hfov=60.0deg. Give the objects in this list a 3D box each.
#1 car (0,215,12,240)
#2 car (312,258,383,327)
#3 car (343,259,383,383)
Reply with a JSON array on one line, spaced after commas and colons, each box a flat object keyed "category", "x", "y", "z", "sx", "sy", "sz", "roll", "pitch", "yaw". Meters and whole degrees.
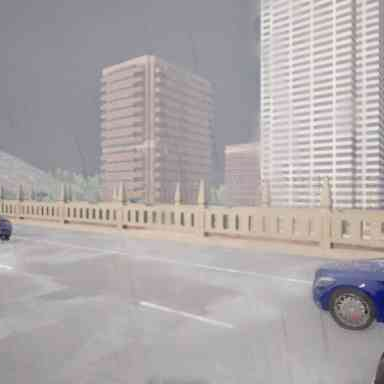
[{"category": "car", "x": -10.203, "y": 1.528, "z": 15.563, "sx": 4.674, "sy": 1.442, "sz": 1.812, "roll": 0, "pitch": 0, "yaw": 35}, {"category": "car", "x": 4.344, "y": 1.526, "z": 5.193, "sx": 4.674, "sy": 1.442, "sz": 1.812, "roll": 0, "pitch": 0, "yaw": 35}, {"category": "car", "x": 3.523, "y": 1.504, "z": 1.480, "sx": 4.892, "sy": 1.490, "sz": 1.837, "roll": 0, "pitch": 0, "yaw": 35}]
